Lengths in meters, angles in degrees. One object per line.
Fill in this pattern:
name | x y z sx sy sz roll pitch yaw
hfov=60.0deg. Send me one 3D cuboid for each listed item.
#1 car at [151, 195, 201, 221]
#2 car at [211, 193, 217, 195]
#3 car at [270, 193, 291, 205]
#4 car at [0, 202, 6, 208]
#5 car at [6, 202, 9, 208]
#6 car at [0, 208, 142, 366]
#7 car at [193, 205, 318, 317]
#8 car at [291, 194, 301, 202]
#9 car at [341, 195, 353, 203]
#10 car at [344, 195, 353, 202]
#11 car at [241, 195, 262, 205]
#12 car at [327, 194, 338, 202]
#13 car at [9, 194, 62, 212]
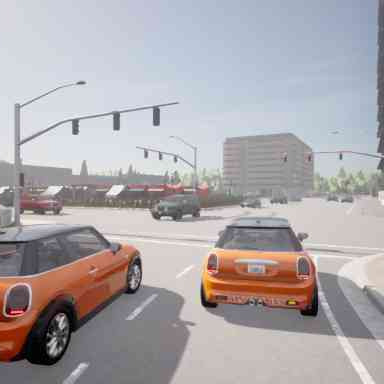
car | -1.177 1.262 27.987 2.150 2.045 5.566 0 0 27
car | 5.058 1.208 86.961 4.605 1.855 1.932 0 0 28
car | 15.808 1.220 60.571 2.150 2.045 5.566 0 0 28
car | -25.282 1.277 39.643 5.566 2.045 2.150 0 0 28
car | -24.950 1.656 47.604 4.718 1.301 1.895 0 0 28
car | -2.494 1.352 6.118 2.097 1.767 4.553 0 0 10
car | 1.622 1.352 7.828 2.097 1.767 4.553 0 0 14
car | 22.999 1.351 74.249 2.097 1.767 4.553 0 0 27
car | 32.097 1.595 68.987 1.895 1.301 4.718 0 0 27
car | 36.687 1.500 77.809 1.837 1.490 4.892 0 0 27
car | 8.213 1.491 46.043 2.128 1.511 4.902 0 0 28
car | 33.550 1.355 79.364 2.097 1.767 4.553 0 0 27
car | -16.132 1.277 34.793 5.566 2.045 2.150 0 0 28
